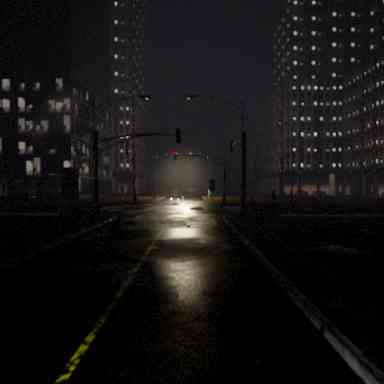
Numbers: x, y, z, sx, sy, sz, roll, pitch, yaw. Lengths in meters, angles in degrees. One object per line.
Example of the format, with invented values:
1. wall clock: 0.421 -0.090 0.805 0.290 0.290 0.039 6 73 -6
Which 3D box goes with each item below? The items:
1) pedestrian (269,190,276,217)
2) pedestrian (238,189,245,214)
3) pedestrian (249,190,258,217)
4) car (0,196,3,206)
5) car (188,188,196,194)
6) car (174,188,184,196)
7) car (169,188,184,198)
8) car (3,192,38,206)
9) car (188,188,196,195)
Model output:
1. pedestrian: 5.573 0.786 22.682 0.375 1.860 0.375 0 1 0
2. pedestrian: 3.521 0.688 23.280 0.375 1.860 0.375 0 1 0
3. pedestrian: 4.076 0.714 22.081 0.375 1.860 0.375 0 1 0
4. car: -18.901 0.880 27.718 4.829 1.417 1.752 0 1 -1
5. car: -0.017 -0.353 88.972 2.033 1.411 5.357 0 1 0
6. car: -3.014 -0.123 76.331 2.097 1.767 4.553 0 1 0
7. car: -3.057 0.387 60.827 1.994 1.385 4.181 0 1 0
8. car: -19.212 0.660 36.352 4.097 1.590 1.967 0 1 -1
9. car: -0.014 0.057 79.004 1.895 1.301 4.718 0 1 0
